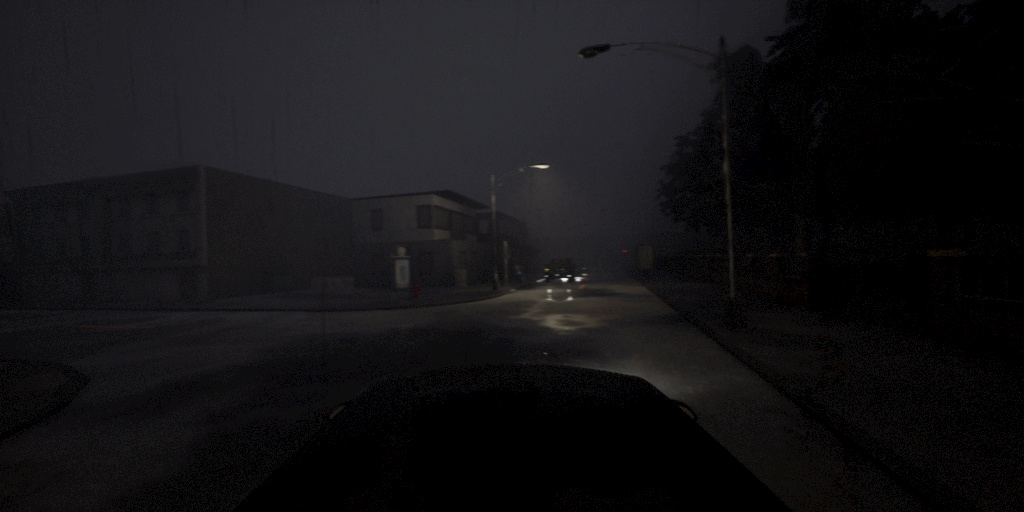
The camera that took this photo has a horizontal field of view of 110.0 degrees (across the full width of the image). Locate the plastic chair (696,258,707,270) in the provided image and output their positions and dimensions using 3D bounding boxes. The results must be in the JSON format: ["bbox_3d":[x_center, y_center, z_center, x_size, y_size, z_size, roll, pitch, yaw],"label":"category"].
[{"bbox_3d":[22.879,1.035,43.528,0.750,1.272,0.730,0,0,-25],"label":"plastic chair"}]

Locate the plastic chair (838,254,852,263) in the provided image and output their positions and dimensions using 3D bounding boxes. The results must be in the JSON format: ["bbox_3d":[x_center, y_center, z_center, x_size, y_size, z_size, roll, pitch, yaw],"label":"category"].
[{"bbox_3d":[43.107,0.357,46.407,0.750,1.272,0.730,0,0,-29],"label":"plastic chair"}]

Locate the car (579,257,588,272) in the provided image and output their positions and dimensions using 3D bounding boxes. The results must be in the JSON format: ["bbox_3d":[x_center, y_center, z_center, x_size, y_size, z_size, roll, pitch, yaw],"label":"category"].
[{"bbox_3d":[9.500,1.221,50.851,2.150,2.045,5.566,-2,-1,16],"label":"car"}]

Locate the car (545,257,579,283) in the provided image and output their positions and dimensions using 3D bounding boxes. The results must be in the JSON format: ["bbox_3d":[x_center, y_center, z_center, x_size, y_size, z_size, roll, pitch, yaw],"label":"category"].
[{"bbox_3d":[4.284,1.167,31.161,2.150,2.045,5.566,-2,-1,15],"label":"car"}]

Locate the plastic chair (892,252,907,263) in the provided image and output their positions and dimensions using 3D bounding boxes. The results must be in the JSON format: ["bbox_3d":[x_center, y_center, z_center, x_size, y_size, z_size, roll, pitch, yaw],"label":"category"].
[{"bbox_3d":[47.271,0.261,43.648,0.750,1.272,0.730,0,0,-25],"label":"plastic chair"}]

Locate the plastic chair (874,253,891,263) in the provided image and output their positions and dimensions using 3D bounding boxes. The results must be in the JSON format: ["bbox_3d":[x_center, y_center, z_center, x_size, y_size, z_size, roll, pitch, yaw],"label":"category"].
[{"bbox_3d":[45.647,0.320,44.176,0.730,1.272,0.750,0,0,-20],"label":"plastic chair"}]

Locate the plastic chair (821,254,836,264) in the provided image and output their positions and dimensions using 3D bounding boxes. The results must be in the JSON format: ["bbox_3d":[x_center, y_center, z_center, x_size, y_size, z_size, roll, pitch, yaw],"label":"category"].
[{"bbox_3d":[41.485,0.408,46.982,0.730,1.272,0.750,0,0,-24],"label":"plastic chair"}]

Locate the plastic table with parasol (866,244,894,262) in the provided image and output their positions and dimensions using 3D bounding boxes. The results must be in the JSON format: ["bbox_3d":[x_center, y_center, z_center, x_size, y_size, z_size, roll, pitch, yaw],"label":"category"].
[{"bbox_3d":[46.818,-0.315,44.800,2.482,2.480,2.482,0,0,-25],"label":"plastic table with parasol"}]

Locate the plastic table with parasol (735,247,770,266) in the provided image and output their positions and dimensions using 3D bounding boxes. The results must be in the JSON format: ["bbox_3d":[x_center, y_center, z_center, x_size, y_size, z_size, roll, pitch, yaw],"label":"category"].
[{"bbox_3d":[26.868,0.254,40.676,2.482,2.480,2.482,0,0,-25],"label":"plastic table with parasol"}]

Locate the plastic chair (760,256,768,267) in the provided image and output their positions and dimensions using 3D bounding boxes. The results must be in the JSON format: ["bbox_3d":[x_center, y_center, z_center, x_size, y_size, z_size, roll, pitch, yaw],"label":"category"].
[{"bbox_3d":[27.321,0.828,39.524,0.750,1.272,0.730,0,0,-25],"label":"plastic chair"}]

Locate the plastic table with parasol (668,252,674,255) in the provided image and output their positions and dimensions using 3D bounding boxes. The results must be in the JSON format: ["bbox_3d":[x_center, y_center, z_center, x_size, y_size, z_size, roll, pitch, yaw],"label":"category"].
[{"bbox_3d":[25.262,0.455,52.660,2.482,2.480,2.482,0,0,-25],"label":"plastic table with parasol"}]

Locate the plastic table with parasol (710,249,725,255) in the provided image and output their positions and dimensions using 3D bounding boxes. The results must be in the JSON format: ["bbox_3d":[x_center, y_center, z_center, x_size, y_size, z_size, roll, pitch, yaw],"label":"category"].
[{"bbox_3d":[28.358,0.277,48.777,2.482,2.480,2.482,0,0,-27],"label":"plastic table with parasol"}]

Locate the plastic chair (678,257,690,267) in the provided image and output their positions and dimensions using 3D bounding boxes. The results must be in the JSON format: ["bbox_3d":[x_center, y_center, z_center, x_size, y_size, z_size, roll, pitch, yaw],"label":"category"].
[{"bbox_3d":[21.255,1.100,44.056,0.730,1.272,0.750,0,0,-20],"label":"plastic chair"}]

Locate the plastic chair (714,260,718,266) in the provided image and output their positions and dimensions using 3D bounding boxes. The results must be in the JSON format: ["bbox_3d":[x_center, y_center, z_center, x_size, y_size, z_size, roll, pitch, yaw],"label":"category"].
[{"bbox_3d":[27.213,0.939,48.161,0.730,1.272,0.750,0,0,-20],"label":"plastic chair"}]

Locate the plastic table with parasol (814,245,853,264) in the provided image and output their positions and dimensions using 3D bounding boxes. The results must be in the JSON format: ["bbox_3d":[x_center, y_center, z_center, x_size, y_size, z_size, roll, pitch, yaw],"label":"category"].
[{"bbox_3d":[42.529,-0.204,47.433,2.482,2.480,2.482,0,0,-24],"label":"plastic table with parasol"}]

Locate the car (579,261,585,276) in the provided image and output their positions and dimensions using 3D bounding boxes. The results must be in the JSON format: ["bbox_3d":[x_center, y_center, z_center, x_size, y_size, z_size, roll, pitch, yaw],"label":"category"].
[{"bbox_3d":[6.895,1.573,40.996,1.895,1.301,4.718,-2,-1,15],"label":"car"}]

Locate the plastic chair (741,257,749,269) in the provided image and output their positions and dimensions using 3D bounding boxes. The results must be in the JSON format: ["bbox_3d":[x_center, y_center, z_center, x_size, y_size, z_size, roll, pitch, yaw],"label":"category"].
[{"bbox_3d":[25.697,0.898,40.052,0.730,1.272,0.750,0,0,-20],"label":"plastic chair"}]

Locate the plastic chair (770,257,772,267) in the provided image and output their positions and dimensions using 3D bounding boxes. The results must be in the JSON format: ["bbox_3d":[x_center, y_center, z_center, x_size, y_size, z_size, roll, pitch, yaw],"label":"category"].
[{"bbox_3d":[30.983,0.614,43.159,0.750,1.272,0.730,0,0,-25],"label":"plastic chair"}]

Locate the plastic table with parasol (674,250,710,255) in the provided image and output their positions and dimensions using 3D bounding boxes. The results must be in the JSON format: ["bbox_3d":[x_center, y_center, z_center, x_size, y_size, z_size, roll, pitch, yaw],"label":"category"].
[{"bbox_3d":[22.424,0.437,44.679,2.482,2.480,2.482,0,0,-25],"label":"plastic table with parasol"}]

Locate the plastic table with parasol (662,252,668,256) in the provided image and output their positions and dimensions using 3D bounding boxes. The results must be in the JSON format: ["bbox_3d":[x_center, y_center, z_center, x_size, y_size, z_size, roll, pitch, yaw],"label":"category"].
[{"bbox_3d":[25.629,0.535,57.972,2.482,2.480,2.482,0,0,-25],"label":"plastic table with parasol"}]
